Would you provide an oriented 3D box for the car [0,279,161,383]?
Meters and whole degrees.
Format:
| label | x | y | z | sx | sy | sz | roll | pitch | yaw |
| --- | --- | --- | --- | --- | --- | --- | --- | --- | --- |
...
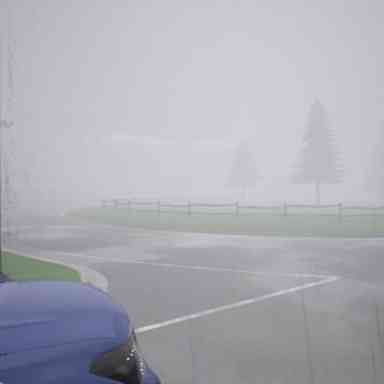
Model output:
| label | x | y | z | sx | sy | sz | roll | pitch | yaw |
| --- | --- | --- | --- | --- | --- | --- | --- | --- | --- |
| car | -2.891 | 1.222 | 1.684 | 5.566 | 2.045 | 2.150 | 0 | 0 | -36 |
